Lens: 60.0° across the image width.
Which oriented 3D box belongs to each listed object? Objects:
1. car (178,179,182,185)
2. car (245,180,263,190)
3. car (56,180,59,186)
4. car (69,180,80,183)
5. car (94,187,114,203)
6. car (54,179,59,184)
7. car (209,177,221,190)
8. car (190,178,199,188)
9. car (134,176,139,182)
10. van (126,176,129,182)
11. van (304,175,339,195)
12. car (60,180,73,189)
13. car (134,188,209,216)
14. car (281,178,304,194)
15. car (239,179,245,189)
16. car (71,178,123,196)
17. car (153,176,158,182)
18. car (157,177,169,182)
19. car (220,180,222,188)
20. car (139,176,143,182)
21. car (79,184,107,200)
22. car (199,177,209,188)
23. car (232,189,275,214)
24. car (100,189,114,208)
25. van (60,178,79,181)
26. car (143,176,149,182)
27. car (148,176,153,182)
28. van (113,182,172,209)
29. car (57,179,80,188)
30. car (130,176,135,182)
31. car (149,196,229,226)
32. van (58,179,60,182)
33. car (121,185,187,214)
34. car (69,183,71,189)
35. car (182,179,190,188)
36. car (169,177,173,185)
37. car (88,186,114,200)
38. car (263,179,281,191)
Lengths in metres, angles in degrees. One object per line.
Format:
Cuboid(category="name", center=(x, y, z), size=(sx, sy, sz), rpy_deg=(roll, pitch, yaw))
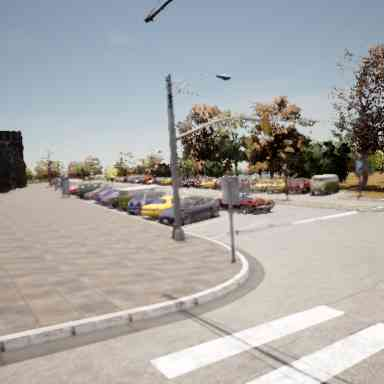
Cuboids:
Cuboid(category="car", center=(-0.171, -1.703, 60.527), size=(2.163, 1.488, 4.792), rpy_deg=(2, 6, 44))
Cuboid(category="car", center=(9.301, -0.867, 42.045), size=(1.946, 1.575, 5.366), rpy_deg=(2, 5, 42))
Cuboid(category="car", center=(-28.364, -1.589, 78.025), size=(5.008, 1.535, 2.097), rpy_deg=(-8, 6, -44))
Cuboid(category="car", center=(-19.540, -0.774, 58.878), size=(2.185, 1.767, 4.553), rpy_deg=(1, 6, 44))
Cuboid(category="car", center=(-7.246, 0.522, 34.659), size=(2.002, 1.452, 4.674), rpy_deg=(1, 6, 41))
Cuboid(category="car", center=(-29.630, -1.973, 80.719), size=(5.566, 2.045, 2.435), rpy_deg=(-8, 7, -44))
Cuboid(category="car", center=(5.195, -1.360, 49.979), size=(2.185, 1.767, 4.553), rpy_deg=(1, 5, 43))
Cuboid(category="car", center=(2.522, -1.610, 55.275), size=(2.185, 1.767, 4.553), rpy_deg=(2, 5, 43))
Cuboid(category="car", center=(-11.454, -2.898, 84.745), size=(4.792, 1.488, 2.163), rpy_deg=(-6, 5, -44))
Cuboid(category="van", center=(-15.247, -3.548, 92.745), size=(4.442, 1.987, 1.878), rpy_deg=(-6, 6, -44))
Cuboid(category="van", center=(13.669, -0.747, 34.334), size=(1.878, 1.987, 4.442), rpy_deg=(1, 5, 41))
Cuboid(category="car", center=(-22.126, -0.911, 64.335), size=(2.097, 1.535, 5.008), rpy_deg=(0, 6, 45))
Cuboid(category="car", center=(-1.256, 0.926, 24.252), size=(1.946, 1.575, 5.366), rpy_deg=(0, 6, 40))
Cuboid(category="car", center=(12.264, -0.767, 36.980), size=(2.185, 1.767, 4.553), rpy_deg=(1, 5, 41))
Cuboid(category="car", center=(8.004, -0.956, 44.788), size=(2.002, 1.452, 4.674), rpy_deg=(1, 5, 42))
Cuboid(category="car", center=(-12.881, -0.259, 45.343), size=(2.435, 2.045, 5.566), rpy_deg=(0, 6, 43))
Cuboid(category="car", center=(-5.314, -2.377, 71.196), size=(4.553, 1.767, 2.185), rpy_deg=(-6, 5, -45))
Cuboid(category="car", center=(-4.032, -2.122, 68.541), size=(2.097, 1.535, 5.008), rpy_deg=(1, 5, 45))
Cuboid(category="car", center=(6.603, -1.075, 47.394), size=(2.002, 1.452, 4.674), rpy_deg=(1, 5, 42))
Cuboid(category="car", center=(-9.008, -2.908, 79.311), size=(5.566, 2.045, 2.435), rpy_deg=(-6, 5, -44))
Cuboid(category="car", center=(-11.491, 0.158, 42.657), size=(2.002, 1.452, 4.674), rpy_deg=(1, 6, 42))
Cuboid(category="car", center=(3.978, -1.376, 52.770), size=(1.946, 1.575, 5.366), rpy_deg=(1, 5, 43))
Cuboid(category="car", center=(3.883, 0.778, 24.544), size=(1.895, 1.301, 4.718), rpy_deg=(-5, 5, -30))
Cuboid(category="car", center=(-5.814, 0.603, 32.003), size=(2.231, 1.521, 4.892), rpy_deg=(0, 6, 41))
Cuboid(category="van", center=(-24.566, -1.418, 69.875), size=(4.442, 1.987, 1.878), rpy_deg=(-8, 6, -44))
Cuboid(category="car", center=(-7.909, -2.510, 76.473), size=(5.366, 1.575, 1.946), rpy_deg=(-6, 6, -44))
Cuboid(category="car", center=(-6.544, -2.386, 73.911), size=(4.892, 1.521, 2.231), rpy_deg=(-6, 5, -44))
Cuboid(category="van", center=(-4.287, 0.482, 29.437), size=(1.878, 1.987, 4.442), rpy_deg=(0, 6, 41))
Cuboid(category="car", center=(-23.507, -1.030, 66.938), size=(5.366, 1.575, 1.946), rpy_deg=(-8, 7, -44))
Cuboid(category="car", center=(-12.834, -3.050, 87.295), size=(5.366, 1.575, 1.946), rpy_deg=(-6, 6, -44))
Cuboid(category="car", center=(-0.043, 1.109, 21.447), size=(2.163, 1.488, 4.792), rpy_deg=(1, 6, 40))
Cuboid(category="van", center=(-27.056, -1.690, 75.355), size=(4.442, 1.987, 1.878), rpy_deg=(-8, 6, -44))
Cuboid(category="car", center=(-2.897, 0.712, 26.701), size=(2.185, 1.767, 4.553), rpy_deg=(0, 6, 40))
Cuboid(category="car", center=(-16.927, -0.386, 53.437), size=(2.097, 1.535, 5.008), rpy_deg=(1, 6, 44))
Cuboid(category="car", center=(1.160, -1.608, 57.901), size=(2.097, 1.535, 5.008), rpy_deg=(1, 5, 44))
Cuboid(category="car", center=(-1.438, -1.836, 63.237), size=(2.163, 1.488, 4.792), rpy_deg=(1, 5, 44))
Cuboid(category="car", center=(-8.684, 0.402, 37.317), size=(2.002, 1.452, 4.674), rpy_deg=(0, 6, 42))
Cuboid(category="car", center=(10.969, -0.777, 39.735), size=(1.946, 1.575, 5.366), rpy_deg=(1, 5, 41))
